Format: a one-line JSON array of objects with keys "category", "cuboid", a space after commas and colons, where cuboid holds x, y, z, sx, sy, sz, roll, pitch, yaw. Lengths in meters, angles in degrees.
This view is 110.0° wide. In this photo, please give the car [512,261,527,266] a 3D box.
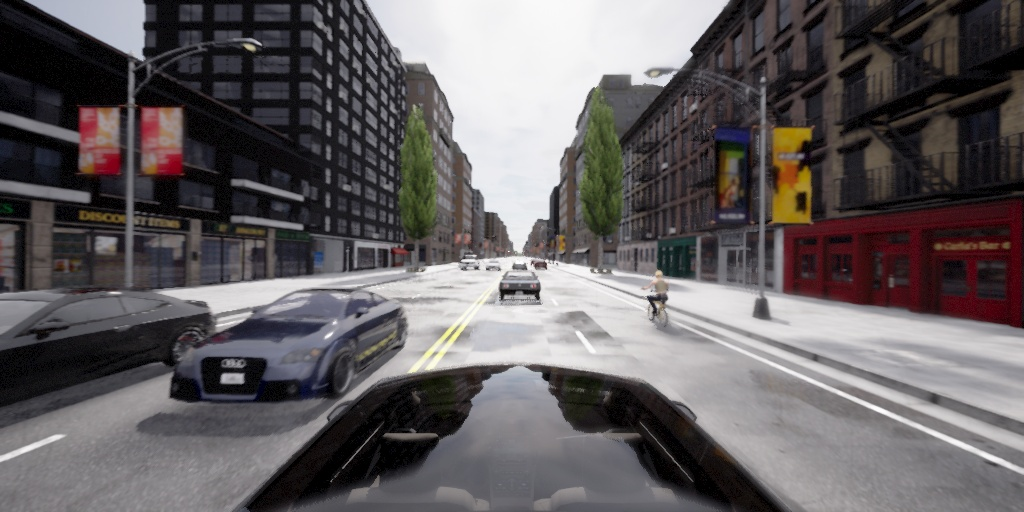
[{"category": "car", "cuboid": [0.978, 1.295, 47.289, 1.994, 1.385, 4.181, 1, 0, 1]}]

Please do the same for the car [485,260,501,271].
[{"category": "car", "cuboid": [-2.437, 1.219, 47.921, 1.812, 1.442, 4.674, 1, 0, 1]}]

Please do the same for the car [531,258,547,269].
[{"category": "car", "cuboid": [4.403, 1.239, 55.987, 1.882, 1.535, 5.008, 1, 0, 1]}]

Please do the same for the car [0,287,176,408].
[{"category": "car", "cuboid": [-6.573, 1.203, 5.005, 1.812, 1.442, 4.674, 1, 0, 1]}]

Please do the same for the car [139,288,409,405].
[{"category": "car", "cuboid": [-3.298, 1.276, 6.277, 1.994, 1.385, 4.181, 1, 0, 1]}]

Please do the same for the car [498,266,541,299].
[{"category": "car", "cuboid": [0.387, 1.347, 17.963, 1.895, 1.301, 4.718, 1, 0, 1]}]

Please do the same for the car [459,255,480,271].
[{"category": "car", "cuboid": [-5.658, 0.881, 48.663, 2.150, 2.045, 5.566, 1, 0, 2]}]

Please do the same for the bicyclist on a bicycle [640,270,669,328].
[{"category": "bicyclist on a bicycle", "cuboid": [4.316, 1.230, 10.672, 0.866, 1.612, 1.509, 1, 0, 1]}]
